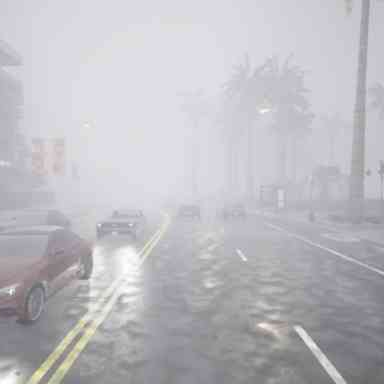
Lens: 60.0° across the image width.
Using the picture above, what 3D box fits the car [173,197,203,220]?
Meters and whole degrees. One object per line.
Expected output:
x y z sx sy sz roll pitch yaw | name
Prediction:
-0.377 1.429 27.610 1.882 1.535 5.008 0 0 -5 | car

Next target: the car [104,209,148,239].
-3.504 1.570 17.293 1.895 1.301 4.718 0 0 0 | car

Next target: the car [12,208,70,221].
-7.003 1.498 15.270 1.812 1.442 4.674 0 0 0 | car

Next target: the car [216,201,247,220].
3.181 1.445 27.528 2.128 1.511 4.902 0 0 -5 | car

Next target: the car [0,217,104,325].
-3.518 1.513 7.194 1.812 1.442 4.674 0 0 1 | car

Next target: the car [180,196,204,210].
-0.068 1.400 44.148 1.882 1.535 5.008 0 0 -17 | car

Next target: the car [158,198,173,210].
-2.978 1.474 41.836 2.033 1.411 5.357 0 0 -15 | car
